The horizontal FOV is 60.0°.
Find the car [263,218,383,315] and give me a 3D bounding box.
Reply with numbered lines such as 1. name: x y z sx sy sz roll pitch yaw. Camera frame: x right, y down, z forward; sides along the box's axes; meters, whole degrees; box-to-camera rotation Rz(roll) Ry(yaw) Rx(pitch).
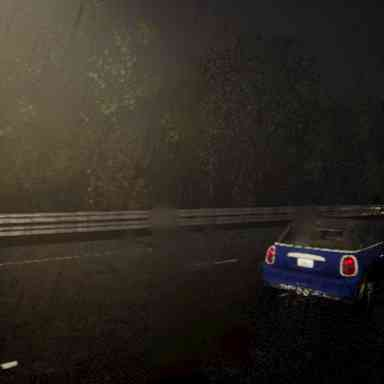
1. car: 3.641 1.425 8.136 2.097 1.767 4.553 0 0 41
